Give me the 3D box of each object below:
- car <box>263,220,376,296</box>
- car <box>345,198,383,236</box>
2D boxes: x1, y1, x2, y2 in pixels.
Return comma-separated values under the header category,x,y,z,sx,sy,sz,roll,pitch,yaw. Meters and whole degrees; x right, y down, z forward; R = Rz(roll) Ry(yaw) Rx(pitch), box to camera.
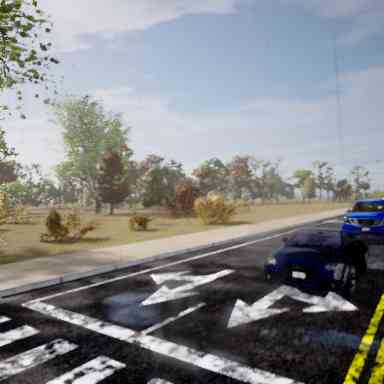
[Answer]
category,x,y,z,sx,sy,sz,roll,pitch,yaw
car,3.543,1.690,9.102,1.994,1.385,4.181,-1,-1,35
car,9.752,1.425,17.862,2.150,2.045,5.566,-1,-1,35
